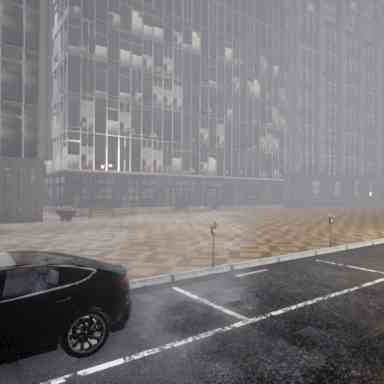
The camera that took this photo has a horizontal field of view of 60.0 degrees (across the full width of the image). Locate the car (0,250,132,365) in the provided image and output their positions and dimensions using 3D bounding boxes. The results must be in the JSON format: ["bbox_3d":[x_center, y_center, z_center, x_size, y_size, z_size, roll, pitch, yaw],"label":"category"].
[{"bbox_3d":[-2.926,1.566,4.466,4.313,1.339,1.947,0,1,-35],"label":"car"}]
